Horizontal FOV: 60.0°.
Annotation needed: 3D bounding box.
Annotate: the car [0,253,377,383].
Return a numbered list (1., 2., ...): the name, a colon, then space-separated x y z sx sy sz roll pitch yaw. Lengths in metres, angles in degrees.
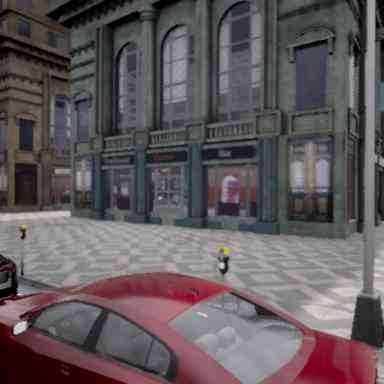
1. car: -0.605 1.532 3.395 4.507 1.381 1.887 0 0 36
